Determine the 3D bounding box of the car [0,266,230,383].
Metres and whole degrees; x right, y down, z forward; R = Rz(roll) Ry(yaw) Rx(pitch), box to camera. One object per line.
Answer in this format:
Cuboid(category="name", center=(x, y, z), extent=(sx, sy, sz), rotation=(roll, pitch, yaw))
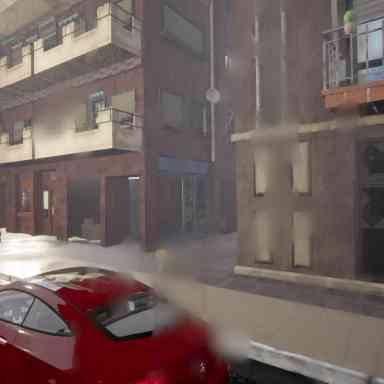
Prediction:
Cuboid(category="car", center=(-1.566, 1.583, 3.970), extent=(4.206, 1.307, 1.802), rotation=(0, -1, 36))
